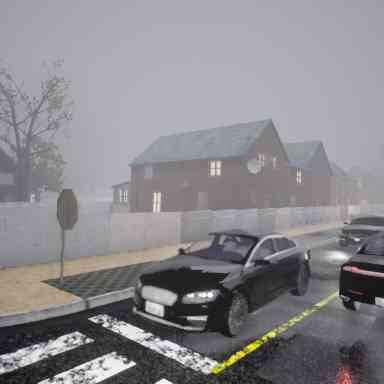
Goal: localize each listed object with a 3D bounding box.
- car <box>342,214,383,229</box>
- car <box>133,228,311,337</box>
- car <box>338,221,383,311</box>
[{"bbox_3d":[8.504,1.813,15.731,1.837,1.490,4.892,0,-1,41],"label":"car"},{"bbox_3d":[0.958,1.573,7.005,2.128,1.511,4.902,0,-1,39],"label":"car"},{"bbox_3d":[4.738,1.626,7.190,2.128,1.511,4.902,0,-1,42],"label":"car"}]
